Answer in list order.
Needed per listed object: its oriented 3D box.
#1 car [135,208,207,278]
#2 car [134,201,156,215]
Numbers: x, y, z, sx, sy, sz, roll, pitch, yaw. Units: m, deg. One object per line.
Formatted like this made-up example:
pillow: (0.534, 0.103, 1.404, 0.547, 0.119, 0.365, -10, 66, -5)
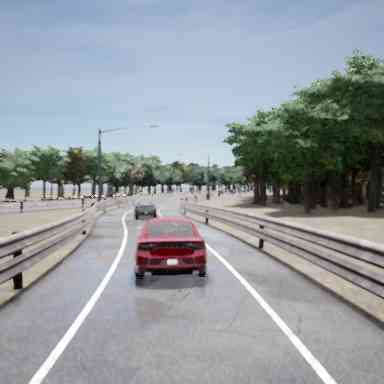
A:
car: (-0.720, 1.513, 10.393, 1.882, 1.535, 5.008, 0, 0, -6)
car: (-4.273, 1.558, 30.434, 2.128, 1.511, 4.902, 0, 0, -10)
